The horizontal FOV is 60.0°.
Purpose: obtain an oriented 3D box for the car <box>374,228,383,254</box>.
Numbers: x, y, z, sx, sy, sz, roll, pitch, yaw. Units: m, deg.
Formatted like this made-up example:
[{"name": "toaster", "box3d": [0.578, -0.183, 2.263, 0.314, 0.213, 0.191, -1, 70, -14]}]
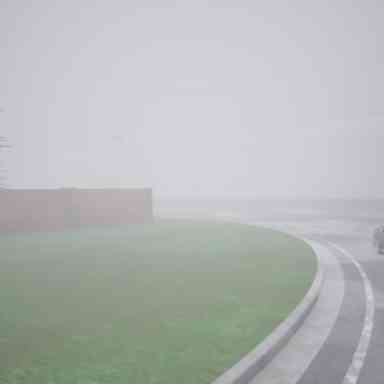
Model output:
[{"name": "car", "box3d": [6.775, 1.520, 9.885, 1.895, 1.301, 4.718, -1, 0, 20]}]
